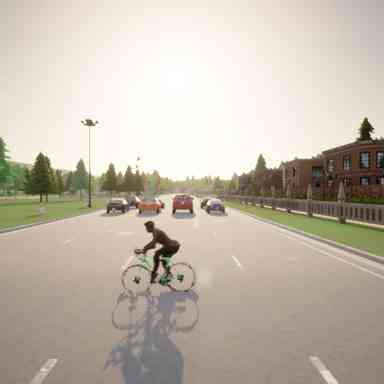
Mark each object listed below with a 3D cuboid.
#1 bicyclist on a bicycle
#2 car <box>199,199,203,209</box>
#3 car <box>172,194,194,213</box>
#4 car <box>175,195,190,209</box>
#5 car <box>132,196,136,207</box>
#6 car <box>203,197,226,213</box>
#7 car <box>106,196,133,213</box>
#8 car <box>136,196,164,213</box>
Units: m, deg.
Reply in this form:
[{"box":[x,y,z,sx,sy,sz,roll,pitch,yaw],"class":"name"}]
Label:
[{"box":[-0.752,1.455,7.365,1.656,1.620,0.582,-2,0,-2],"class":"bicyclist on a bicycle"},{"box":[2.160,1.505,46.383,1.837,1.490,4.892,0,0,-1],"class":"car"},{"box":[-1.006,1.224,36.521,2.150,2.045,5.566,0,0,-1],"class":"car"},{"box":[-1.358,1.352,47.165,2.097,1.767,4.553,0,0,-1],"class":"car"},{"box":[-8.344,1.352,46.540,2.097,1.767,4.553,0,0,-1],"class":"car"},{"box":[2.501,1.526,36.399,1.812,1.442,4.674,0,0,-1],"class":"car"},{"box":[-8.002,1.503,36.297,1.837,1.490,4.892,0,0,-1],"class":"car"},{"box":[-4.498,1.352,36.229,2.097,1.767,4.553,0,0,-1],"class":"car"}]
